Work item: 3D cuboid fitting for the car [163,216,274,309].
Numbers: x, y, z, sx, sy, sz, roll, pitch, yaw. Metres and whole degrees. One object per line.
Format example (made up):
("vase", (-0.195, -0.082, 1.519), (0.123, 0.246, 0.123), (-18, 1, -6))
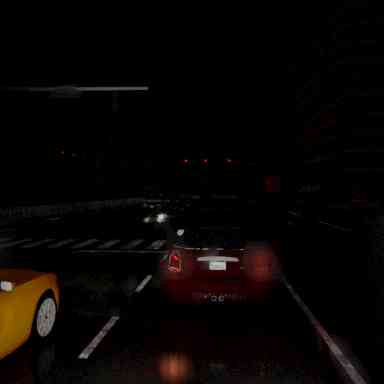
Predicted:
("car", (0.656, 1.352, 8.121), (2.097, 1.767, 4.553), (0, 0, 5))

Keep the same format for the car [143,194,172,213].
("car", (-4.081, 1.232, 38.295), (2.150, 2.045, 5.566), (0, 0, 5))

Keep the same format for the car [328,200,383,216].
("car", (16.342, 1.533, 33.425), (5.008, 1.535, 1.882), (0, 0, 5))

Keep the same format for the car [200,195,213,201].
("car", (3.573, 1.499, 82.890), (1.837, 1.490, 4.892), (0, 0, 27))

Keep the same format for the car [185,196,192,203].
("car", (-1.270, 1.478, 69.269), (1.882, 1.535, 5.008), (0, 0, 10))

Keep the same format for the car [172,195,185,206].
("car", (-2.814, 1.352, 53.556), (2.097, 1.767, 4.553), (0, 0, 5))

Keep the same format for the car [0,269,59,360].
("car", (-3.262, 1.478, 3.519), (1.882, 1.535, 5.008), (0, 0, 5))

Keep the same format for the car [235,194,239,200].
("car", (13.803, 1.355, 90.352), (4.553, 1.767, 2.097), (0, 0, -41))
